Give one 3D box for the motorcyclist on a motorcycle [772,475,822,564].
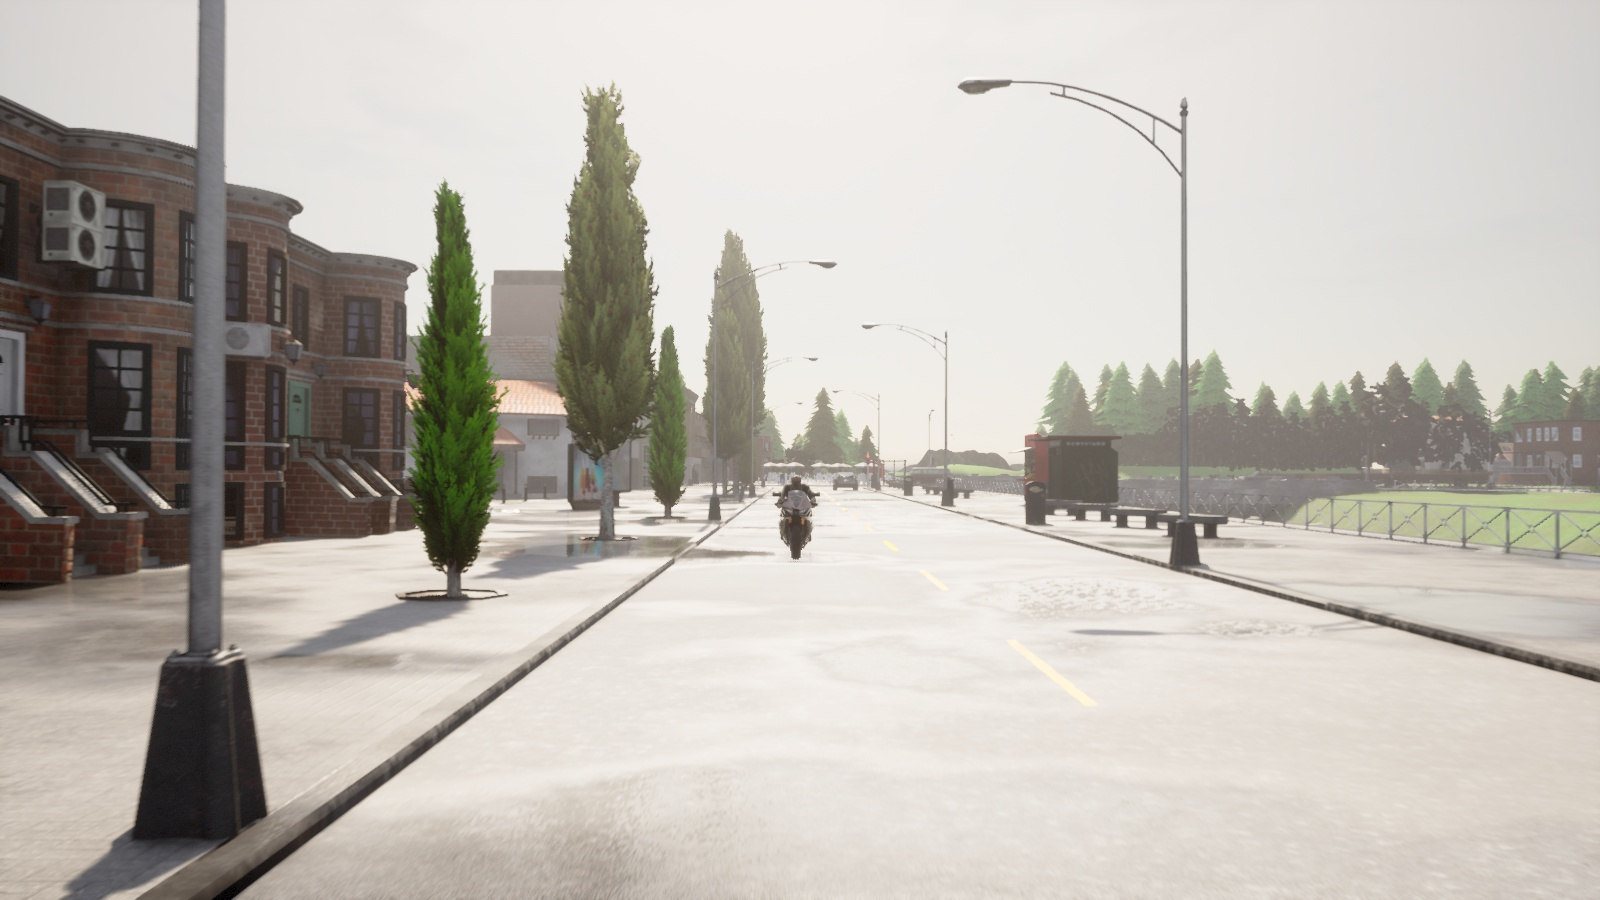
[{"bbox_3d":[-0.060,1.236,23.013,0.866,1.530,2.191,0,-1,0],"label":"motorcyclist on a motorcycle"}]
